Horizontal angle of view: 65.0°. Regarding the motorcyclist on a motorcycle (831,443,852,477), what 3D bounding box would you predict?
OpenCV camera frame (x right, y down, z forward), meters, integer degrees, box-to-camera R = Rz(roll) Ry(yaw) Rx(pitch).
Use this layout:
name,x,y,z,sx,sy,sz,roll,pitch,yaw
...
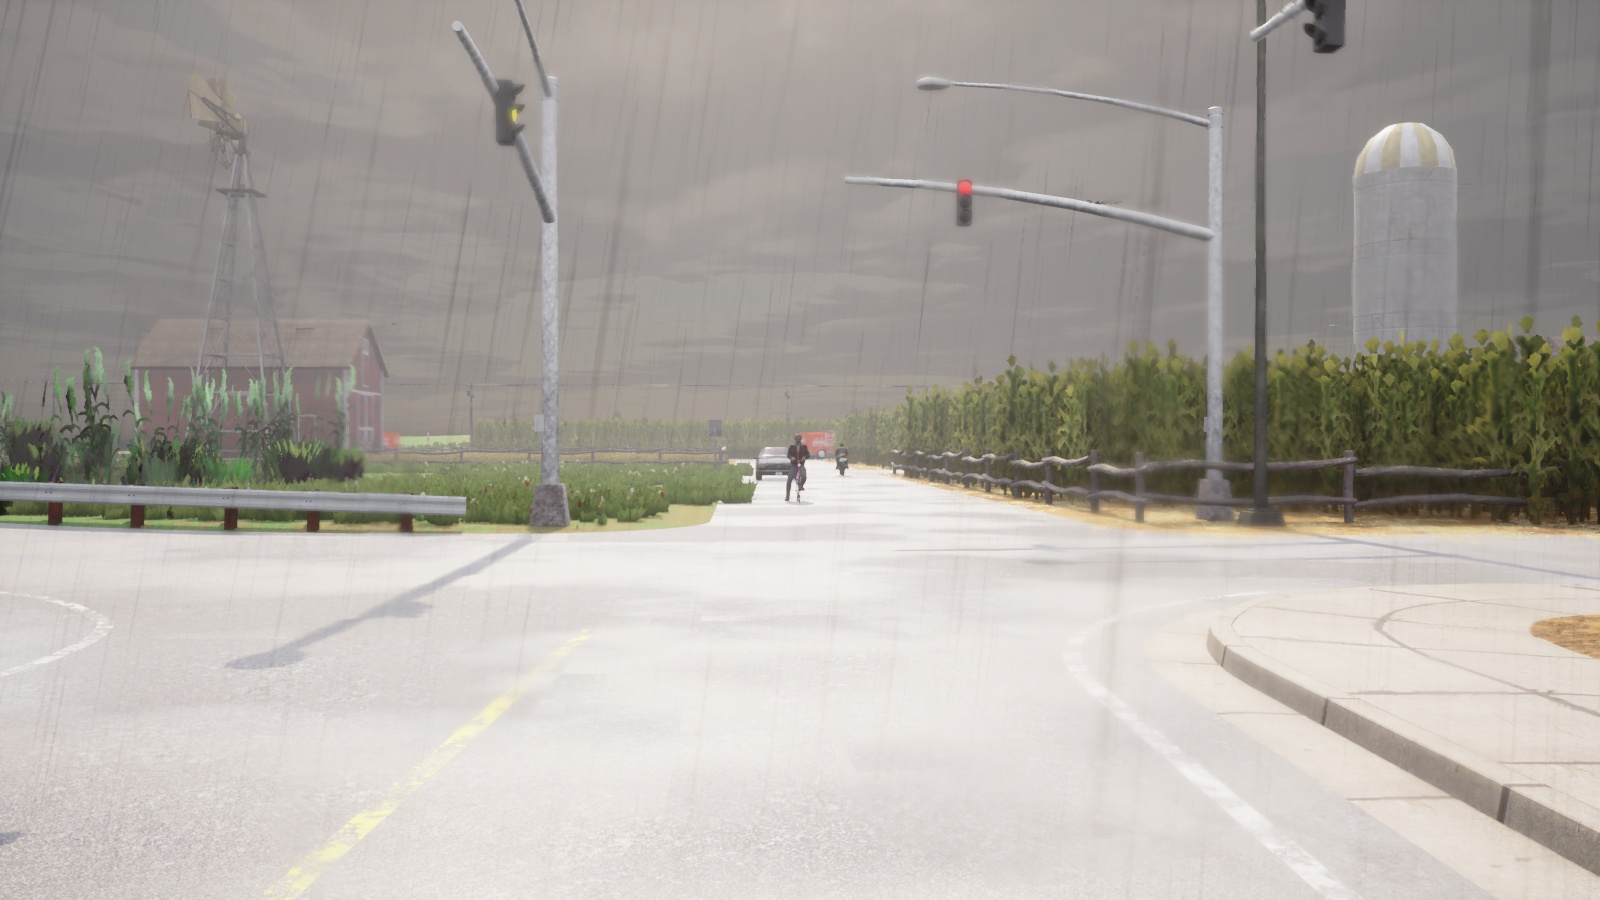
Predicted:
name,x,y,z,sx,sy,sz,roll,pitch,yaw
motorcyclist on a motorcycle,1.918,0.438,58.006,0.797,1.523,2.044,0,0,-2

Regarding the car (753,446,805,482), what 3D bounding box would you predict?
name,x,y,z,sx,sy,sz,roll,pitch,yaw
car,-0.938,0.533,52.289,2.033,1.411,5.357,0,0,-3
